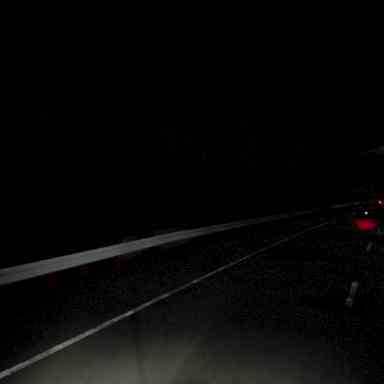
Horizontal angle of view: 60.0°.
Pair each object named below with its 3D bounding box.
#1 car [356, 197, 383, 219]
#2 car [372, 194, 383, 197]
[{"bbox_3d":[15.913,1.505,29.703,1.837,1.490,4.892,0,0,35],"label":"car"},{"bbox_3d":[21.935,1.221,38.269,2.150,2.045,5.566,0,0,35],"label":"car"}]
